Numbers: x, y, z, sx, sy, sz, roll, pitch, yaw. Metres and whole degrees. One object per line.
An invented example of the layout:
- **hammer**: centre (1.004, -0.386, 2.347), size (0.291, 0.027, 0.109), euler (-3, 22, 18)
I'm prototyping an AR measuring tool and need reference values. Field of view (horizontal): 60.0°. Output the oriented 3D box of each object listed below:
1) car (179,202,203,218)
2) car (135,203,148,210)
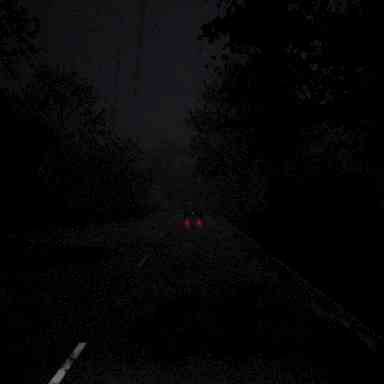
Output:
- **car**: centre (0.097, 1.888, 34.630), size (2.128, 1.511, 4.902), euler (0, -1, 0)
- **car**: centre (-10.572, 2.550, 61.615), size (5.008, 1.535, 1.882), euler (0, -2, 16)
